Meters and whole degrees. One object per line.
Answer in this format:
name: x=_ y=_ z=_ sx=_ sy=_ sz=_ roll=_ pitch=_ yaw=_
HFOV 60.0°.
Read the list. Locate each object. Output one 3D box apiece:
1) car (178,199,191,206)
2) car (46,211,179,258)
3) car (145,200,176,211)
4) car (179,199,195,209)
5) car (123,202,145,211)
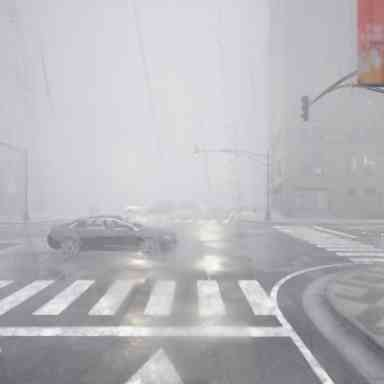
car: x=-1.561 y=2.208 z=71.080 sx=1.882 sy=1.535 sz=5.008 roll=0 pitch=-1 yaw=9
car: x=-2.958 y=1.638 z=12.749 sx=4.902 sy=1.511 sz=2.128 roll=0 pitch=-1 yaw=0
car: x=-3.553 y=1.953 z=39.573 sx=2.033 sy=1.411 sz=5.357 roll=0 pitch=-1 yaw=9
car: x=-0.707 y=2.066 z=56.613 sx=1.882 sy=1.535 sz=5.008 roll=0 pitch=-1 yaw=10
car: x=-6.731 y=1.937 z=40.228 sx=1.812 sy=1.442 sz=4.674 roll=0 pitch=-1 yaw=9
